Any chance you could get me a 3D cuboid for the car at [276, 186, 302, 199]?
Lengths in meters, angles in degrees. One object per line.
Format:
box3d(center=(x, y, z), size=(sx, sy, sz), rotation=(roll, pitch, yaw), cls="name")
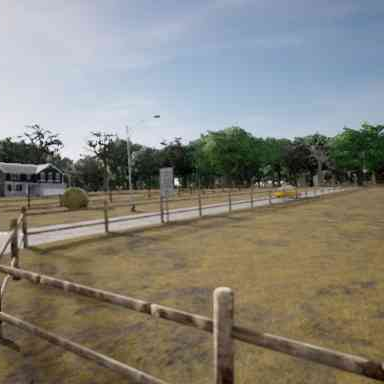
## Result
box3d(center=(11.831, -0.045, 40.499), size=(1.882, 1.535, 5.008), rotation=(-3, 1, 35), cls="car")
